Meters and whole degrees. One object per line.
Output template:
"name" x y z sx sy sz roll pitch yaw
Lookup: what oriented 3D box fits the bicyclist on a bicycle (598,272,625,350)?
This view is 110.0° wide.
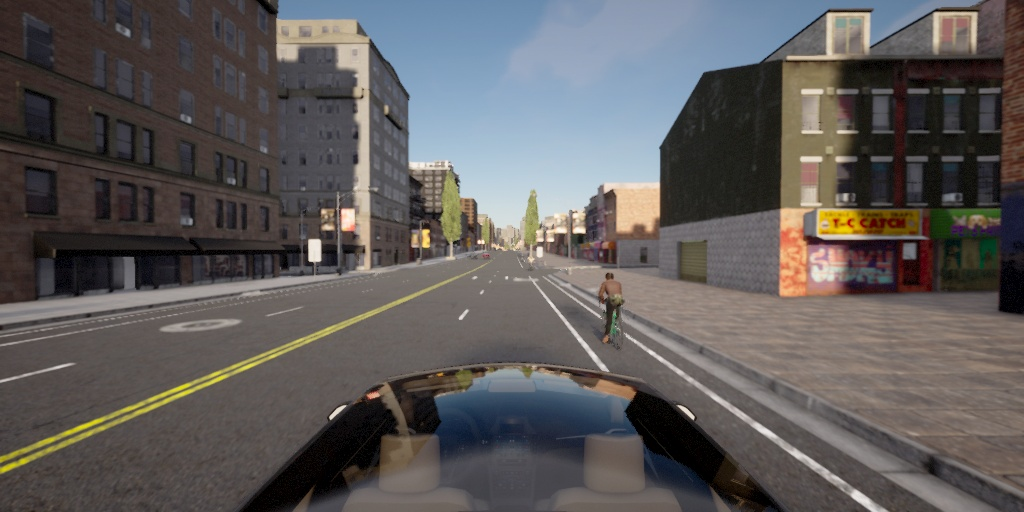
"bicyclist on a bicycle" 2.246 1.198 8.108 0.582 1.620 1.656 0 0 0

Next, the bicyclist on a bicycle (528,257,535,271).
"bicyclist on a bicycle" 2.208 0.906 41.112 0.866 1.612 1.509 -1 1 0
